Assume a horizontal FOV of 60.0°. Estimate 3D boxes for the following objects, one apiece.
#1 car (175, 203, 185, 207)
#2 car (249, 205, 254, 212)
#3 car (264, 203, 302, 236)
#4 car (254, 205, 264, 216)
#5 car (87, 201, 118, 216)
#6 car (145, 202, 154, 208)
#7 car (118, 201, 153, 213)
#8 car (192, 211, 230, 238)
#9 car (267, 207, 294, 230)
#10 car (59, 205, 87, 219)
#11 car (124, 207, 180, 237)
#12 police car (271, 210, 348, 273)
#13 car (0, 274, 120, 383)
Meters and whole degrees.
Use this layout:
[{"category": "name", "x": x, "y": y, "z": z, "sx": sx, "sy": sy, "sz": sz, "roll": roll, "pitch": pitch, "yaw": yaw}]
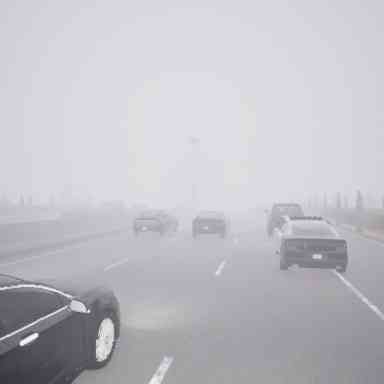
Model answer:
[{"category": "car", "x": -2.868, "y": 3.263, "z": 78.043, "sx": 1.837, "sy": 1.490, "sz": 4.892, "roll": 0, "pitch": -1, "yaw": -5}, {"category": "car", "x": 11.744, "y": 3.029, "z": 61.367, "sx": 1.994, "sy": 1.385, "sz": 4.181, "roll": 0, "pitch": -1, "yaw": 1}, {"category": "car", "x": 5.970, "y": 1.702, "z": 21.512, "sx": 2.150, "sy": 2.045, "sz": 5.566, "roll": 0, "pitch": -1, "yaw": 11}, {"category": "car", "x": 10.021, "y": 2.634, "z": 46.861, "sx": 1.812, "sy": 1.442, "sz": 4.674, "roll": 0, "pitch": -1, "yaw": 10}, {"category": "car", "x": -9.564, "y": 2.038, "z": 38.793, "sx": 2.150, "sy": 2.045, "sz": 5.566, "roll": 0, "pitch": -1, "yaw": 11}, {"category": "car", "x": -9.994, "y": 3.127, "z": 78.668, "sx": 1.994, "sy": 1.385, "sz": 4.181, "roll": 0, "pitch": -1, "yaw": -8}, {"category": "car", "x": -6.231, "y": 2.159, "z": 37.678, "sx": 2.097, "sy": 1.767, "sz": 4.553, "roll": 0, "pitch": -1, "yaw": 11}, {"category": "car", "x": 1.306, "y": 1.918, "z": 20.901, "sx": 1.882, "sy": 1.535, "sz": 5.008, "roll": 0, "pitch": -2, "yaw": 11}, {"category": "car", "x": 7.154, "y": 2.103, "z": 27.355, "sx": 1.882, "sy": 1.535, "sz": 5.008, "roll": 0, "pitch": -1, "yaw": 11}, {"category": "car", "x": -13.241, "y": 2.264, "z": 38.285, "sx": 1.882, "sy": 1.535, "sz": 5.008, "roll": 0, "pitch": -1, "yaw": 11}, {"category": "car", "x": -2.200, "y": 1.921, "z": 21.218, "sx": 2.128, "sy": 1.511, "sz": 4.902, "roll": 0, "pitch": -1, "yaw": 11}, {"category": "police car", "x": 3.999, "y": 1.660, "z": 11.788, "sx": 1.930, "sy": 1.638, "sz": 5.238, "roll": 0, "pitch": -1, "yaw": 11}, {"category": "car", "x": -2.306, "y": 1.516, "z": 3.077, "sx": 1.837, "sy": 1.490, "sz": 4.892, "roll": 0, "pitch": -1, "yaw": 11}]
